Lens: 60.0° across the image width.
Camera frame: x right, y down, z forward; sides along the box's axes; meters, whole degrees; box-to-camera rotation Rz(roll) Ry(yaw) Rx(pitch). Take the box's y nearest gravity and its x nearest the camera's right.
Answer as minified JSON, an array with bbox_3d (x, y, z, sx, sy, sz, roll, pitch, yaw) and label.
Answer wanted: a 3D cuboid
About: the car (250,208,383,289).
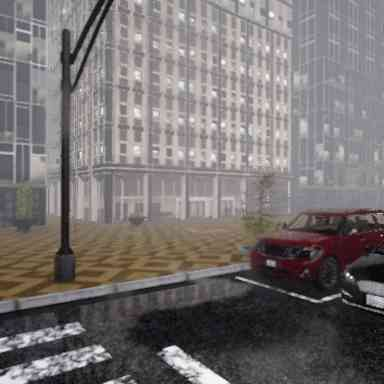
[{"bbox_3d":[3.932,1.400,9.379,5.009,1.841,2.192,1,-1,-36],"label":"car"}]

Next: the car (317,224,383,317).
[{"bbox_3d":[5.021,1.571,6.968,4.902,1.511,2.128,1,0,-37],"label":"car"}]
